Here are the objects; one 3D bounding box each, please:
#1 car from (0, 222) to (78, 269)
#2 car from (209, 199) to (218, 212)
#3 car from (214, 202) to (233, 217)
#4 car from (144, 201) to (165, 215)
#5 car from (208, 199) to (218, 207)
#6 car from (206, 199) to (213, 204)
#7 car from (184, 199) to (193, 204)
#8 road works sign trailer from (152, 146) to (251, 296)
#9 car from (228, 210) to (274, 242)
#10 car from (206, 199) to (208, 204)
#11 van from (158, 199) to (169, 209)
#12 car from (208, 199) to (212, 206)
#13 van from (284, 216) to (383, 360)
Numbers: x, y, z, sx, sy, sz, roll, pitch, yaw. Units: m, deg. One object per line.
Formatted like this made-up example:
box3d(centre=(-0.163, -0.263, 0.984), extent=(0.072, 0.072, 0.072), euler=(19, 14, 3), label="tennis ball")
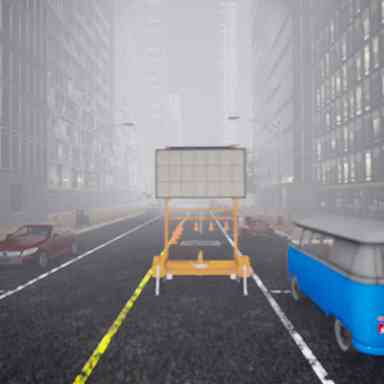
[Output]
box3d(centre=(-5.386, 1.762, 11.740), extent=(1.802, 1.307, 4.206), euler=(0, -1, 1), label="car")
box3d(centre=(3.781, 2.087, 45.688), extent=(2.008, 1.369, 4.403), euler=(0, -1, 1), label="car")
box3d(centre=(3.518, 1.985, 34.307), extent=(1.802, 1.307, 4.206), euler=(0, -1, 1), label="car")
box3d(centre=(-4.729, 2.077, 40.194), extent=(2.008, 1.369, 4.403), euler=(0, -1, 1), label="car")
box3d(centre=(4.305, 2.223, 68.452), extent=(1.967, 1.590, 4.097), euler=(0, -1, 1), label="car")
box3d(centre=(4.831, 2.563, 91.213), extent=(1.887, 1.381, 4.507), euler=(0, -1, 1), label="car")
box3d(centre=(-0.915, 2.525, 88.976), extent=(1.837, 1.490, 4.892), euler=(0, -1, 1), label="car")
box3d(centre=(0.235, 0.575, 8.948), extent=(2.380, 3.560, 2.880), euler=(0, -1, 1), label="road works sign trailer")
box3d(centre=(3.124, 1.777, 17.235), extent=(1.802, 1.307, 4.206), euler=(0, -1, 1), label="car")
box3d(centre=(4.174, 2.163, 62.761), extent=(1.967, 1.590, 4.097), euler=(0, -1, 1), label="car")
box3d(centre=(-4.467, 1.997, 51.578), extent=(1.690, 1.788, 3.998), euler=(0, -1, 1), label="van")
box3d(centre=(3.912, 2.151, 51.379), extent=(2.008, 1.369, 4.403), euler=(0, -1, 1), label="car")
box3d(centre=(2.860, 1.397, 5.858), extent=(1.690, 1.788, 3.998), euler=(0, -1, 1), label="van")
